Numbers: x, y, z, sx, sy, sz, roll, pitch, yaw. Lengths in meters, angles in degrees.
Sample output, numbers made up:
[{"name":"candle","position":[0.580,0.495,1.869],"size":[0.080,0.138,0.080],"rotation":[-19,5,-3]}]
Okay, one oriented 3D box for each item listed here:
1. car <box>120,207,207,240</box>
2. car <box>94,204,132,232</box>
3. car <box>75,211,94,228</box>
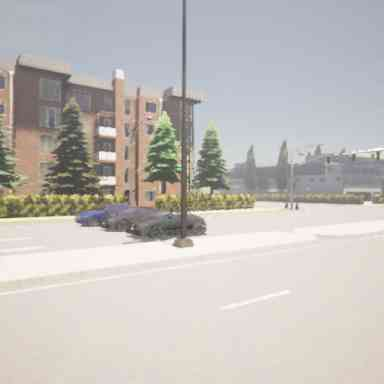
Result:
[{"name":"car","position":[-1.254,1.593,17.229],"size":[4.181,1.385,1.994],"rotation":[0,0,-36]},{"name":"car","position":[-3.363,1.592,20.025],"size":[4.181,1.385,1.994],"rotation":[0,0,-36]},{"name":"car","position":[-5.538,1.553,22.759],"size":[4.674,1.442,1.812],"rotation":[0,0,-36]}]
